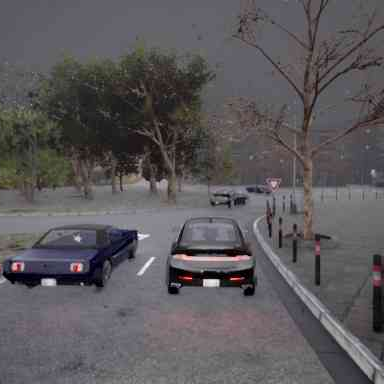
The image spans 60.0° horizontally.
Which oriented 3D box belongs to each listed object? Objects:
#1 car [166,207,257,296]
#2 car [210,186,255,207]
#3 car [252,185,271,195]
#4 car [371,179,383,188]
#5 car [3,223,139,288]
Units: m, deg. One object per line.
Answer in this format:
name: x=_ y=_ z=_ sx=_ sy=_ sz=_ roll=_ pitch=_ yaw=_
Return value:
car: x=0.474 y=1.397 z=8.484 sx=2.128 sy=1.511 sz=4.902 roll=0 pitch=1 yaw=3
car: x=3.337 y=0.525 z=28.841 sx=2.128 sy=1.511 sz=4.902 roll=2 pitch=4 yaw=33
car: x=9.108 y=-0.384 z=46.478 sx=1.895 sy=1.301 sz=4.718 roll=-1 pitch=3 yaw=-16
car: x=34.490 y=-1.576 z=59.918 sx=2.185 sy=1.767 sz=4.553 roll=-1 pitch=4 yaw=-16
car: x=-2.768 y=1.490 z=8.929 sx=1.895 sy=1.301 sz=4.718 roll=0 pitch=1 yaw=3
